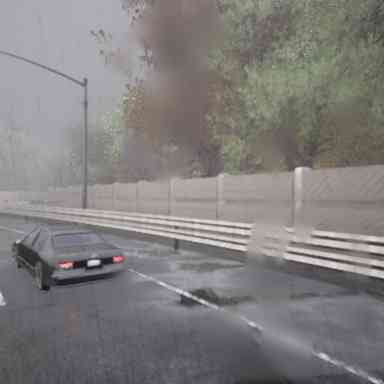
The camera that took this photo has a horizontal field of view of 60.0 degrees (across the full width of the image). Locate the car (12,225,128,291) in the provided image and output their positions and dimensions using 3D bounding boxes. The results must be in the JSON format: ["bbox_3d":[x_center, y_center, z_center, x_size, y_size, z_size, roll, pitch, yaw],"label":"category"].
[{"bbox_3d":[-3.700,1.650,9.437,2.033,1.411,5.357,1,-1,-37],"label":"car"}]
